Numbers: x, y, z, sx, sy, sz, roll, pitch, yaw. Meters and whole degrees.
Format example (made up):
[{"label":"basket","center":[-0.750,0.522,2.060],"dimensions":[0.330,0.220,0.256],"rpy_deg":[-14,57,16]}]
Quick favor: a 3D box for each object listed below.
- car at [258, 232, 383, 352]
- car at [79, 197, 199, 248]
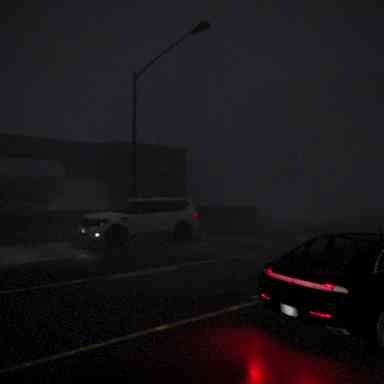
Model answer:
[{"label":"car","center":[3.385,1.527,6.269],"dimensions":[4.902,1.511,2.128],"rpy_deg":[0,0,-36]},{"label":"car","center":[-2.245,1.270,15.358],"dimensions":[5.566,2.045,2.150],"rpy_deg":[0,0,-36]}]
